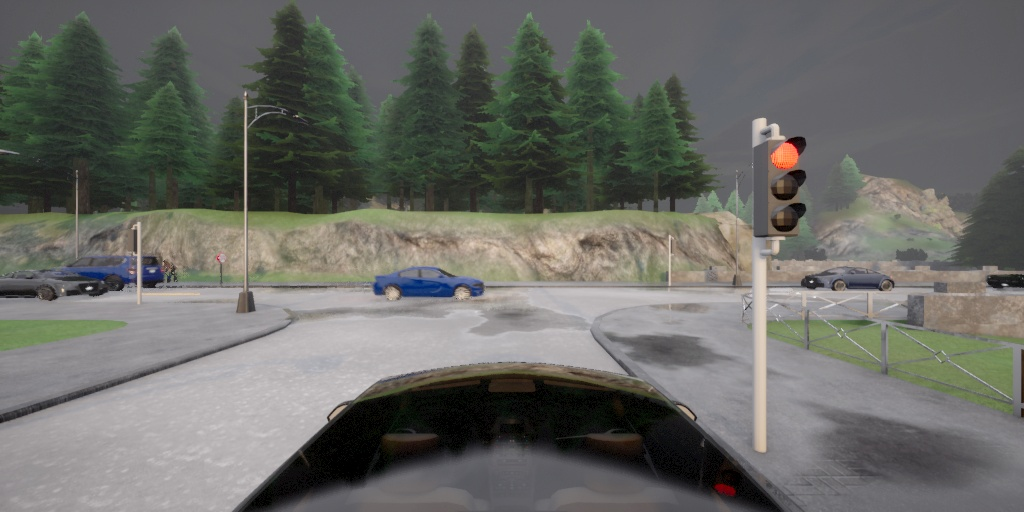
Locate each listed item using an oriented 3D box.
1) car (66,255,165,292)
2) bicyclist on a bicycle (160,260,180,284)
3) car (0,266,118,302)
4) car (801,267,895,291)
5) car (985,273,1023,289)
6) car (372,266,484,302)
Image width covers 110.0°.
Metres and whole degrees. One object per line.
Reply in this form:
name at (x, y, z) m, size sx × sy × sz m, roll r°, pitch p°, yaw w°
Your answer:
car at (-23.535, 0.971, 20.792) m, size 5.566 × 2.045 × 2.150 m, roll 0°, pitch 0°, yaw 0°
bicyclist on a bicycle at (-23.915, 1.099, 24.975) m, size 0.582 × 1.620 × 1.656 m, roll 0°, pitch 0°, yaw 0°
car at (-21.538, 1.314, 16.575) m, size 4.181 × 1.385 × 1.994 m, roll 0°, pitch 0°, yaw 0°
car at (19.303, 1.314, 20.726) m, size 4.181 × 1.385 × 1.994 m, roll 0°, pitch 0°, yaw 0°
car at (30.681, 1.351, 20.709) m, size 4.718 × 1.301 × 1.895 m, roll 0°, pitch 0°, yaw 0°
car at (-3.788, 1.227, 16.552) m, size 5.008 × 1.535 × 1.882 m, roll 0°, pitch 0°, yaw 0°
